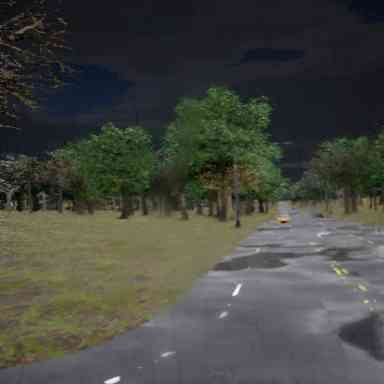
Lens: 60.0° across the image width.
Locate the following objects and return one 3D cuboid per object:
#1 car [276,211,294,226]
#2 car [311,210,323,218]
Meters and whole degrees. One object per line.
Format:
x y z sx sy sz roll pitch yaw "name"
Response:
13.500 4.038 48.794 1.882 1.535 5.008 -4 -4 17 "car"
25.847 4.491 68.966 2.097 1.767 4.553 -3 -3 15 "car"
